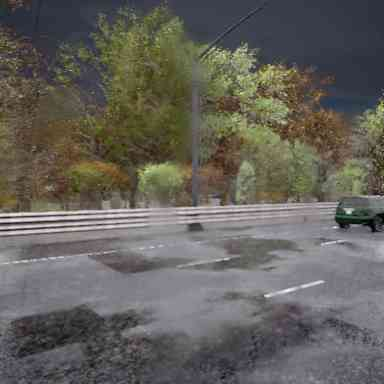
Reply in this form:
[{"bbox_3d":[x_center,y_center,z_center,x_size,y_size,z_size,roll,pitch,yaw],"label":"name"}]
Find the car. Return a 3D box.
[{"bbox_3d":[10.921,1.211,20.077,5.566,2.045,2.150,0,0,-35],"label":"car"}]
